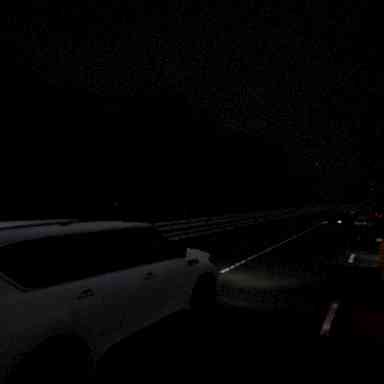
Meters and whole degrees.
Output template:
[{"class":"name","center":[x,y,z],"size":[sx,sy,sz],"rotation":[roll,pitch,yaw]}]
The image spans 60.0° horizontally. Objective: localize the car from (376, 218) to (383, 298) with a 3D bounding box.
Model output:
[{"class":"car","center":[5.880,1.663,8.465],"size":[1.882,1.535,5.008],"rotation":[-1,-2,29]}]

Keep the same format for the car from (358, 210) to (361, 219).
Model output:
[{"class":"car","center":[18.513,2.451,38.998],"size":[1.837,1.490,4.892],"rotation":[-1,-2,29]}]

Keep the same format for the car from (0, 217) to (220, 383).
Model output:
[{"class":"car","center":[-1.527,1.389,4.976],"size":[2.150,2.045,5.566],"rotation":[-1,-2,29]}]

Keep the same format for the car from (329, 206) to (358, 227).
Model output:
[{"class":"car","center":[13.134,2.207,29.099],"size":[1.837,1.490,4.892],"rotation":[-1,-2,29]}]

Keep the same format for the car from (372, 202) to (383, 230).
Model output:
[{"class":"car","center":[14.981,1.790,25.143],"size":[2.150,2.045,5.566],"rotation":[-1,-2,29]}]
